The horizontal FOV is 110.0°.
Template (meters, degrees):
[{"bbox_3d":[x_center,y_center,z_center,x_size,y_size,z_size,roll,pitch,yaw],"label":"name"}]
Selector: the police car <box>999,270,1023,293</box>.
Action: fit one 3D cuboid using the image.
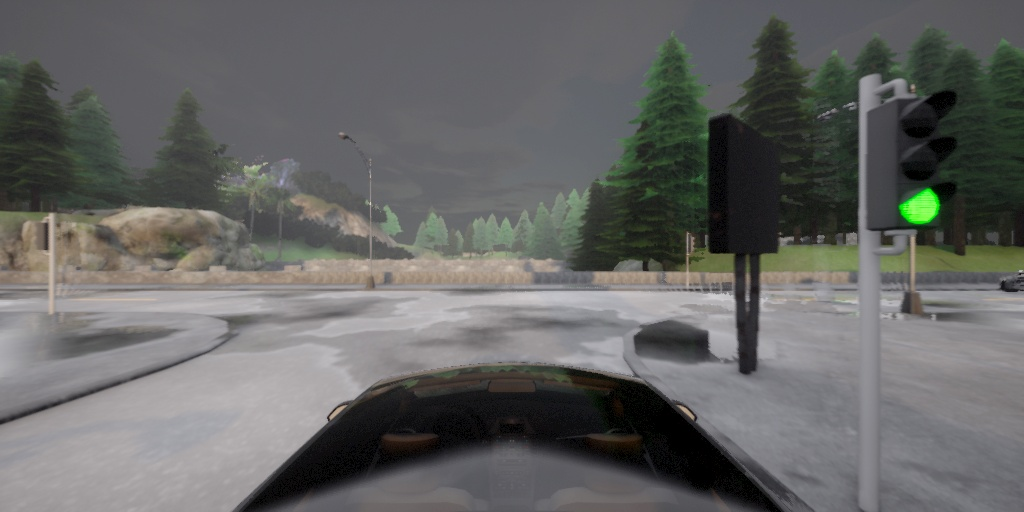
[{"bbox_3d":[27.722,1.214,18.036,4.974,1.542,2.038,0,0,0],"label":"police car"}]
